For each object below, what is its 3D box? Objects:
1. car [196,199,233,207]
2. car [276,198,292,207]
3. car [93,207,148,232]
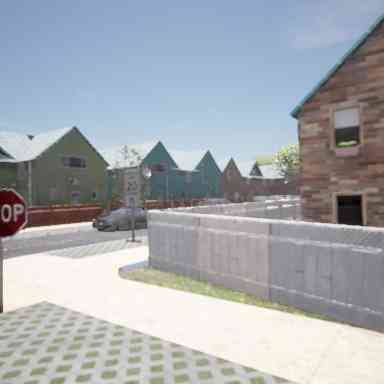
[{"bbox_3d":[2.020,1.267,24.040,2.097,1.767,4.553,-2,-1,36],"label":"car"},{"bbox_3d":[11.685,1.438,42.155,1.994,1.385,4.181,-2,-1,37],"label":"car"},{"bbox_3d":[-4.052,1.625,20.686,1.994,1.385,4.181,-2,-1,36],"label":"car"}]
